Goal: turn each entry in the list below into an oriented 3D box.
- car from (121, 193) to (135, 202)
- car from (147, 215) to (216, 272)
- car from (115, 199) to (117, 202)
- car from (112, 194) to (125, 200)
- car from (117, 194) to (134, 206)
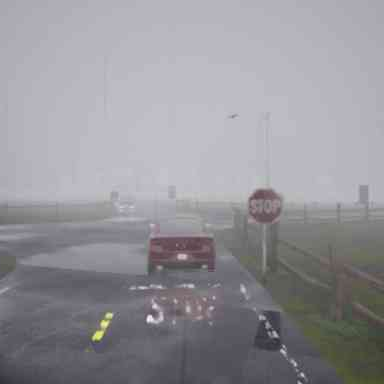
[{"bbox_3d":[-13.904,1.203,71.697,2.097,1.767,4.553,0,0,-23],"label":"car"},{"bbox_3d":[-0.384,1.483,10.913,1.882,1.535,5.008,0,0,-3],"label":"car"},{"bbox_3d":[-14.928,1.354,66.648,1.882,1.535,5.008,0,1,-20],"label":"car"},{"bbox_3d":[-17.851,1.163,81.036,2.128,1.511,4.902,0,0,-25],"label":"car"},{"bbox_3d":[-10.317,1.441,52.085,1.837,1.490,4.892,0,0,-15],"label":"car"}]
